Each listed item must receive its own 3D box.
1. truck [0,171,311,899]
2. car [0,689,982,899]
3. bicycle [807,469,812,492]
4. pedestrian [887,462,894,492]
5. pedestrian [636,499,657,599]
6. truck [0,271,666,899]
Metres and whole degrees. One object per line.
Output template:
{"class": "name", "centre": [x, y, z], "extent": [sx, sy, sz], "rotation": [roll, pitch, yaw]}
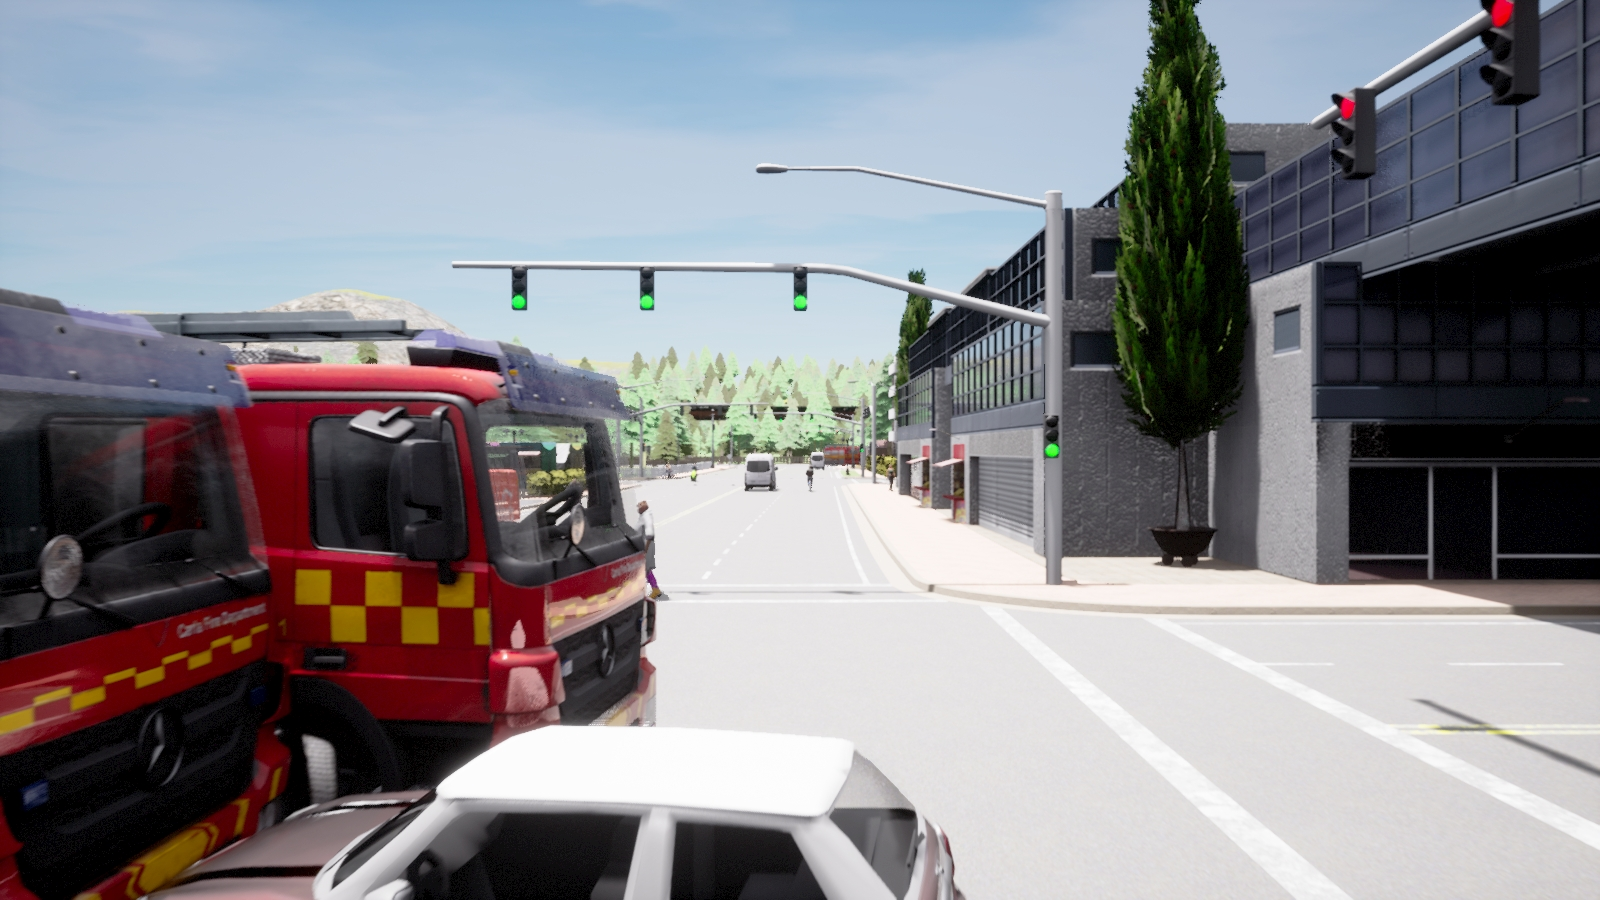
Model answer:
{"class": "truck", "centre": [-7.156, 0.892, 5.395], "extent": [8.468, 3.827, 2.891], "rotation": [0, 0, 0]}
{"class": "car", "centre": [-1.124, 2.066, 5.107], "extent": [3.806, 1.475, 1.970], "rotation": [0, 0, 8]}
{"class": "bicycle", "centre": [0.672, 2.082, 78.182], "extent": [0.329, 1.471, 1.835], "rotation": [0, 0, 2]}
{"class": "pedestrian", "centre": [5.776, 1.717, 72.896], "extent": [0.375, 1.860, 0.375], "rotation": [0, 0, -7]}
{"class": "pedestrian", "centre": [-2.899, 1.855, 21.533], "extent": [0.375, 1.860, 0.375], "rotation": [0, 0, -10]}
{"class": "truck", "centre": [-5.477, 0.893, 8.465], "extent": [8.468, 3.827, 2.891], "rotation": [0, 0, 7]}
